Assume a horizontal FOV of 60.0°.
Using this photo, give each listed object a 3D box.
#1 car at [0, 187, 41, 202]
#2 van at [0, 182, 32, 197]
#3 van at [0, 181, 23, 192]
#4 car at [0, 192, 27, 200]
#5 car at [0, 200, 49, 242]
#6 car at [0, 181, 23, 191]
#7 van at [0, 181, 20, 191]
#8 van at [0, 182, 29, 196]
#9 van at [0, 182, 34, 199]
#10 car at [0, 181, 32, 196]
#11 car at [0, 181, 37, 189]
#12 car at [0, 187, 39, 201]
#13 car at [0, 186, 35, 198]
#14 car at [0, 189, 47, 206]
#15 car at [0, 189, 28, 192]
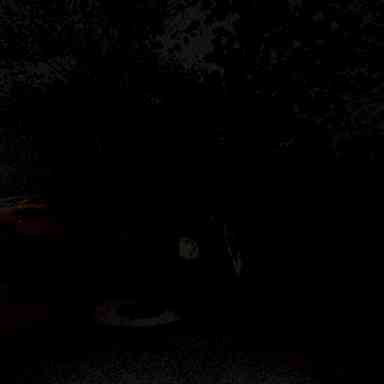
[{"bbox_3d":[-19.414,0.308,36.787,4.792,1.488,2.163,1,2,-30],"label":"car"},{"bbox_3d":[-24.835,-0.327,46.281,4.442,1.987,1.878,1,1,-30],"label":"van"},{"bbox_3d":[-34.649,-0.970,63.139,4.442,1.987,1.878,1,1,-30],"label":"van"},{"bbox_3d":[-8.270,1.067,17.648,4.553,1.767,2.185,1,2,-30],"label":"car"},{"bbox_3d":[-6.913,1.307,15.239,5.008,1.535,2.097,1,2,-30],"label":"car"},{"bbox_3d":[-38.952,-1.271,70.243,5.566,2.045,2.435,1,1,-30],"label":"car"},{"bbox_3d":[-40.220,-1.335,72.710,4.442,1.987,1.878,1,1,-30],"label":"van"},{"bbox_3d":[-26.430,-0.422,48.556,4.442,1.987,1.878,1,1,-30],"label":"van"},{"bbox_3d":[-22.235,-0.145,41.368,4.442,1.987,1.878,1,2,-31],"label":"van"},{"bbox_3d":[-27.745,-0.537,50.992,5.566,2.045,2.435,1,1,-30],"label":"car"},{"bbox_3d":[-15.166,0.370,29.495,5.566,2.045,2.435,1,2,-30],"label":"car"},{"bbox_3d":[-20.741,0.209,39.066,4.792,1.488,2.163,1,1,-30],"label":"car"},{"bbox_3d":[-23.545,-0.012,43.837,5.008,1.535,2.097,1,1,-30],"label":"car"},{"bbox_3d":[-16.617,0.534,31.866,4.792,1.488,2.163,1,2,-30],"label":"car"},{"bbox_3d":[-12.576,0.845,24.611,5.366,1.575,1.946,1,2,-30],"label":"car"}]
